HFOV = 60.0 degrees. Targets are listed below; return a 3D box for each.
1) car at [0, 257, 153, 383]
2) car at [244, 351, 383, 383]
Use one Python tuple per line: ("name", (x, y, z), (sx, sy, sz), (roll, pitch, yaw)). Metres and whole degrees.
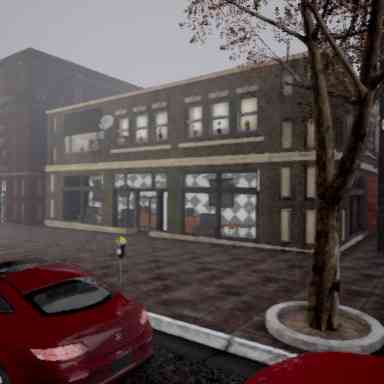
("car", (-2.407, 1.591, 4.578), (4.206, 1.307, 1.802), (0, 1, 36))
("car", (2.187, 1.543, 1.300), (4.507, 1.381, 1.887), (0, 1, 36))
